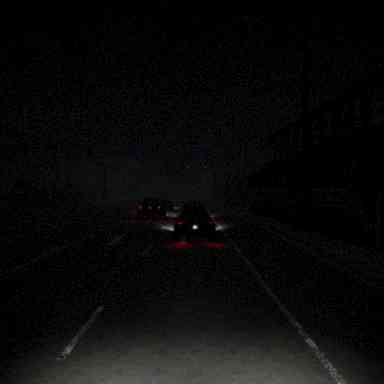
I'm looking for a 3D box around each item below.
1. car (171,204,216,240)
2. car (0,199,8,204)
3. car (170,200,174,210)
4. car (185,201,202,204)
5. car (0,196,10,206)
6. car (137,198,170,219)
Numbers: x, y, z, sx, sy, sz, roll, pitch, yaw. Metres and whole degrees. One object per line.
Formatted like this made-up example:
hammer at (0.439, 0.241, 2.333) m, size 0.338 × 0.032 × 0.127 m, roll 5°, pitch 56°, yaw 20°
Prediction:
car at (0.111, 1.534, 16.799) m, size 1.994 × 1.385 × 4.181 m, roll 0°, pitch 0°, yaw -1°
car at (-30.747, 1.215, 50.583) m, size 1.853 × 1.218 × 4.536 m, roll 0°, pitch 0°, yaw 29°
car at (-3.399, 1.498, 42.632) m, size 1.994 × 1.385 × 4.181 m, roll 0°, pitch 0°, yaw 0°
car at (0.107, 1.462, 26.784) m, size 1.837 × 1.490 × 4.892 m, roll 0°, pitch 0°, yaw 0°
car at (-30.722, 1.372, 50.629) m, size 2.038 × 1.542 × 4.974 m, roll 0°, pitch 0°, yaw 29°
car at (-3.402, 1.307, 29.017) m, size 2.097 × 1.767 × 4.553 m, roll 0°, pitch 0°, yaw 0°
